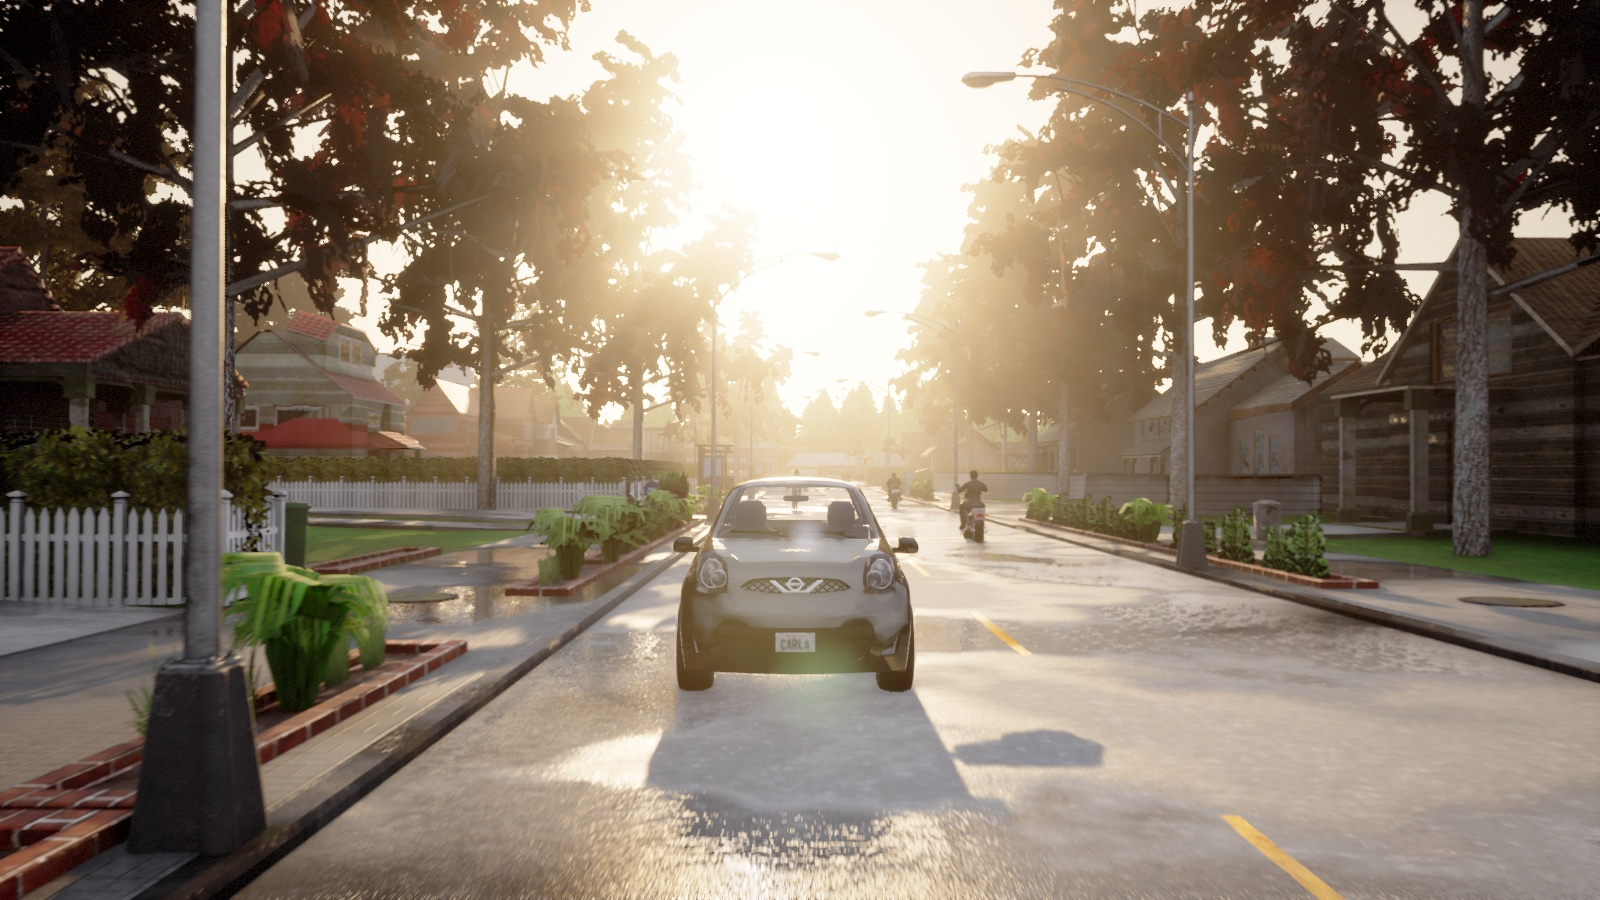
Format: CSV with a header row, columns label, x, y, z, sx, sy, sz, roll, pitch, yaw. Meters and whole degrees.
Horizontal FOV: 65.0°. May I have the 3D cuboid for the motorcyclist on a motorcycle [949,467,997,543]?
label,x,y,z,sx,sy,sz,roll,pitch,yaw
motorcyclist on a motorcycle,3.929,1.230,28.696,0.766,1.649,2.350,0,-1,0

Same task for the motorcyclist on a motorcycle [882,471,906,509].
label,x,y,z,sx,sy,sz,roll,pitch,yaw
motorcyclist on a motorcycle,3.873,1.648,51.769,0.797,1.523,2.044,0,-1,0

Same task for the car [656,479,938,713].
label,x,y,z,sx,sy,sz,roll,pitch,yaw
car,-0.025,0.997,10.052,1.845,1.501,3.633,0,-1,0
